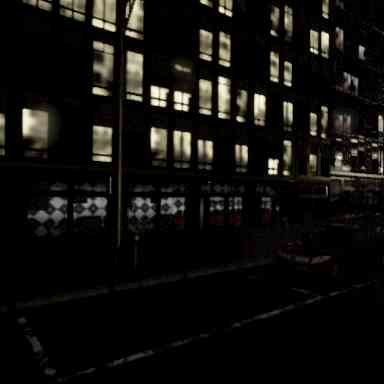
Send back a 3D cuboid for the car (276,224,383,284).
[{"bbox_3d":[4.265,1.606,9.661,4.206,1.307,1.802,0,1,-36],"label":"car"}]
